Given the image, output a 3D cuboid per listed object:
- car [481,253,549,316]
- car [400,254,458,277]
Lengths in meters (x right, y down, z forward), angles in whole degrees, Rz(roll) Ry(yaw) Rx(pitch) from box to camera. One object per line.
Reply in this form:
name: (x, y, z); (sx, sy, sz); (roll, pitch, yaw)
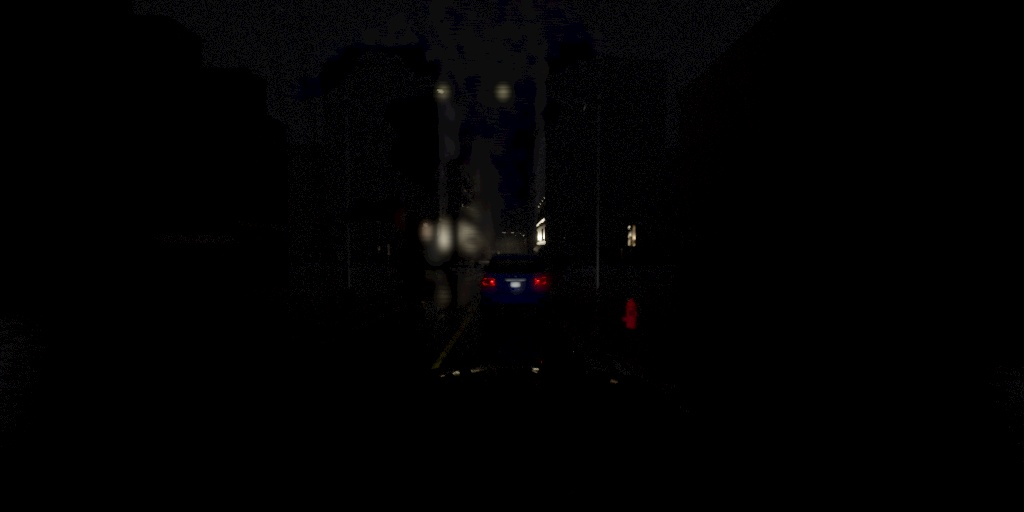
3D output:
car: (0.109, 0.939, 13.251); (2.150, 2.045, 5.566); (0, 0, 0)
car: (-8.173, 0.821, 35.436); (5.566, 2.045, 2.150); (1, 1, 0)
